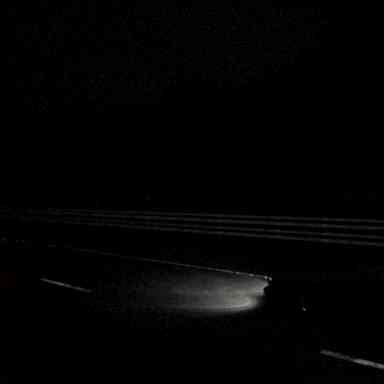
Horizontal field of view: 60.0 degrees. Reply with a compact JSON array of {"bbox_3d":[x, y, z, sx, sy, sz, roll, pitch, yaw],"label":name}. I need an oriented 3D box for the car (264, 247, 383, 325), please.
[{"bbox_3d":[3.977,1.546,5.455,5.357,1.411,2.033,-1,0,36],"label":"car"}]
